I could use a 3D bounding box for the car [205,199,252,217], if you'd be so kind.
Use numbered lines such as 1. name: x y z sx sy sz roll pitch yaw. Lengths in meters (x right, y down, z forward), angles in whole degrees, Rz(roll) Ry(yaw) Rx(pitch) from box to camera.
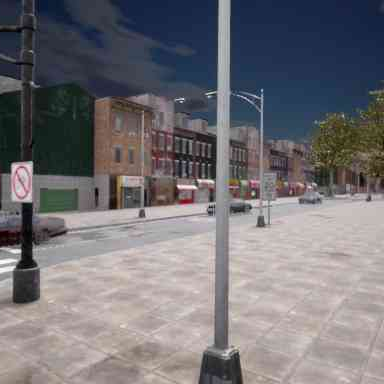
1. car: 3.051 1.233 27.039 1.895 1.301 4.718 1 1 36

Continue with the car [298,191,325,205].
1. car: 16.057 0.719 45.080 2.097 1.767 4.553 1 1 36

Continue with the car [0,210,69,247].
1. car: -7.367 1.426 12.450 2.033 1.411 5.357 1 2 35
